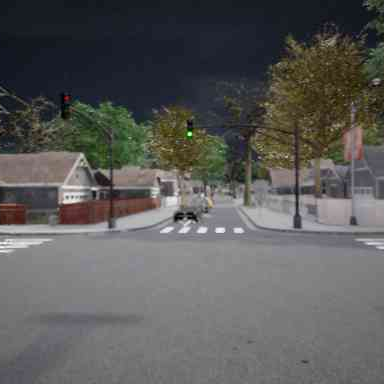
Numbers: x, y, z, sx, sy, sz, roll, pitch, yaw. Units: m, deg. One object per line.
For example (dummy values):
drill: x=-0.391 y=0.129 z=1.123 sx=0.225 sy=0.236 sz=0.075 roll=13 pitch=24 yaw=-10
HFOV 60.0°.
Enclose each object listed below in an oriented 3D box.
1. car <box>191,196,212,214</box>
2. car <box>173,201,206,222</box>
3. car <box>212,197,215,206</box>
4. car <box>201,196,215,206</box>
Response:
car: x=0.713 y=1.352 z=35.701 sx=2.097 sy=1.767 sz=4.553 roll=-1 pitch=0 yaw=6
car: x=-0.248 y=1.606 z=26.147 sx=1.895 sy=1.301 sz=4.718 roll=-1 pitch=0 yaw=7
car: x=1.668 y=1.476 z=45.087 sx=1.882 sy=1.535 sz=5.008 roll=-1 pitch=0 yaw=6
car: x=2.732 y=1.501 z=55.687 sx=1.837 sy=1.490 sz=4.892 roll=-1 pitch=0 yaw=7
